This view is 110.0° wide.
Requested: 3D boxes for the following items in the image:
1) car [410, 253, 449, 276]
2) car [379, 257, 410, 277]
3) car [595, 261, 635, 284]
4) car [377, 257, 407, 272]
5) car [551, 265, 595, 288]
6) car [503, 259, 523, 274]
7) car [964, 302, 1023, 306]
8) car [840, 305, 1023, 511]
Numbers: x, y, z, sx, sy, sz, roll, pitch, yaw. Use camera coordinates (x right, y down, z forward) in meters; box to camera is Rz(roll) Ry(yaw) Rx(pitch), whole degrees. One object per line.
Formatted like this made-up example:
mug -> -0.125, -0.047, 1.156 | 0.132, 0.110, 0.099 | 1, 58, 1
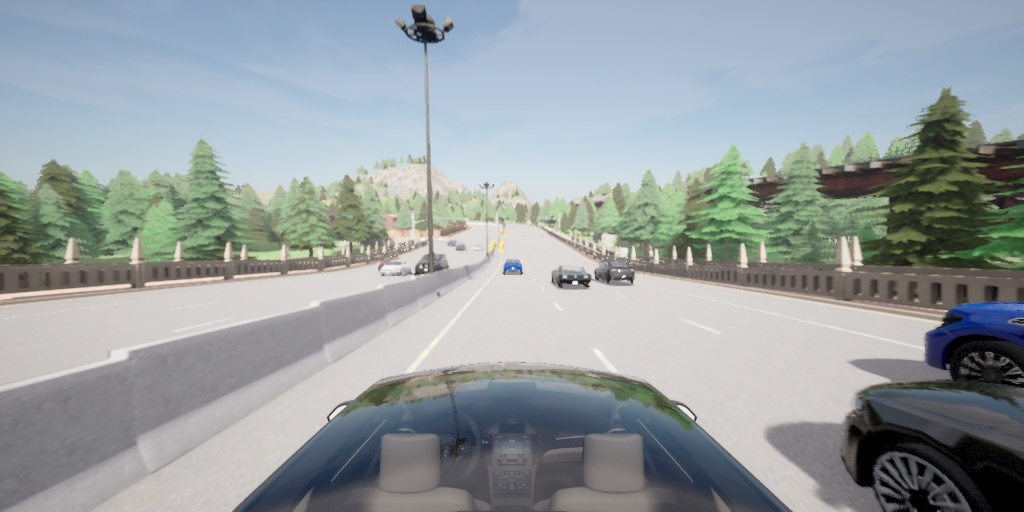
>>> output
car -> -7.096, 0.793, 32.309 | 2.150, 2.045, 5.566 | 0, 0, 0
car -> -10.599, 1.093, 33.088 | 1.812, 1.442, 4.674 | 0, 0, 0
car -> 7.097, 1.103, 25.213 | 2.128, 1.511, 4.902 | 0, 0, 0
car -> -14.082, 0.921, 42.309 | 1.882, 1.535, 5.008 | 0, 1, 0
car -> 3.598, 1.229, 22.674 | 1.895, 1.301, 4.718 | 0, 0, 0
car -> 0.096, 1.015, 37.356 | 1.882, 1.535, 5.008 | 0, 0, 0
car -> 7.099, 0.965, 2.777 | 2.150, 2.045, 5.566 | 0, 0, 0
car -> 3.599, 1.245, 0.896 | 2.128, 1.511, 4.902 | 0, 0, 0
